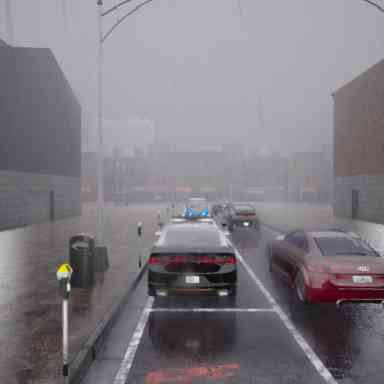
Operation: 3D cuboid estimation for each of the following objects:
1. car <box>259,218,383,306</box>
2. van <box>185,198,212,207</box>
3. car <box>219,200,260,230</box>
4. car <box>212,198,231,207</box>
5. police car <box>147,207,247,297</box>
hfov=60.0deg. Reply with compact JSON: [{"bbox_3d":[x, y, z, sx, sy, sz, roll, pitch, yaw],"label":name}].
[{"bbox_3d":[3.117,1.563,8.079,1.994,1.385,4.181,0,0,0],"label":"car"},{"bbox_3d":[0.374,1.345,25.499,1.690,1.788,3.998,-1,0,0],"label":"van"},{"bbox_3d":[3.021,1.509,20.952,1.837,1.490,4.892,0,1,0],"label":"car"},{"bbox_3d":[3.116,1.361,33.924,2.097,1.767,4.553,0,0,0],"label":"car"},{"bbox_3d":[0.012,1.424,8.761,1.930,1.638,5.238,0,0,0],"label":"police car"}]
